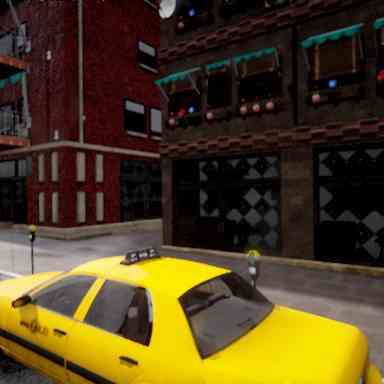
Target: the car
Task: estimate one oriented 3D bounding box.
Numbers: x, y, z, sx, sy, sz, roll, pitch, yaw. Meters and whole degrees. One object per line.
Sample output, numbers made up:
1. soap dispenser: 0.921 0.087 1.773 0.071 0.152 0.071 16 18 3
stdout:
1. car: -0.834 1.438 3.994 5.366 1.575 1.801 0 0 35
